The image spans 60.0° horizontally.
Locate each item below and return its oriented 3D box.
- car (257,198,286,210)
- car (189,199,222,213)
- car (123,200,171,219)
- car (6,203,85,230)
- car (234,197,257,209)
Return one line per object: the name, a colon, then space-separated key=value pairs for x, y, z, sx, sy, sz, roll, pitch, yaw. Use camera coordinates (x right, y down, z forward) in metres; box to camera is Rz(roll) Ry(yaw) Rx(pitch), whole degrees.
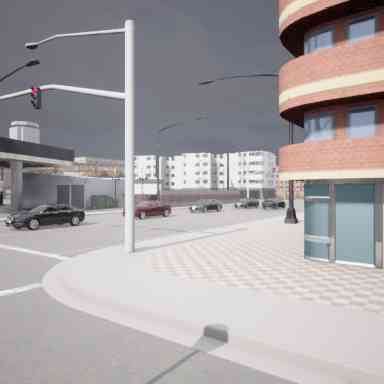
car: x=10.822 y=1.491 z=43.734 sx=2.128 sy=1.511 sz=4.902 roll=0 pitch=0 yaw=35
car: x=1.581 y=1.491 z=36.838 sx=2.128 sy=1.511 sz=4.902 roll=0 pitch=0 yaw=35
car: x=-3.838 y=1.478 z=28.991 sx=1.882 sy=1.535 sz=5.008 roll=0 pitch=0 yaw=34
car: x=-9.163 y=1.505 z=21.211 sx=1.837 sy=1.490 sz=4.892 roll=0 pitch=0 yaw=34
car: x=7.490 y=1.491 z=45.364 sx=2.128 sy=1.511 sz=4.902 roll=0 pitch=0 yaw=35
